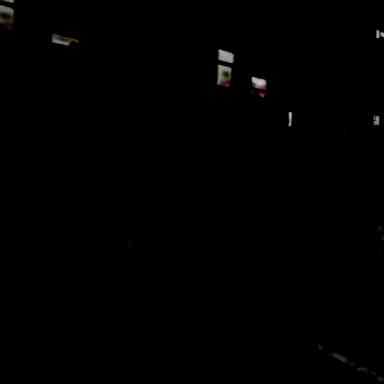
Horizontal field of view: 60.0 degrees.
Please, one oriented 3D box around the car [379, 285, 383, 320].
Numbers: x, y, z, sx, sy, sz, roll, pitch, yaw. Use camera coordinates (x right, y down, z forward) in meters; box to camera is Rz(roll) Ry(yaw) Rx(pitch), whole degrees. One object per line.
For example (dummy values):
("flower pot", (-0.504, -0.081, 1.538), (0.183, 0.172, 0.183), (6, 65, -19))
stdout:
("car", (5.015, 1.558, 5.559), (4.313, 1.339, 1.947), (1, 2, -31))
